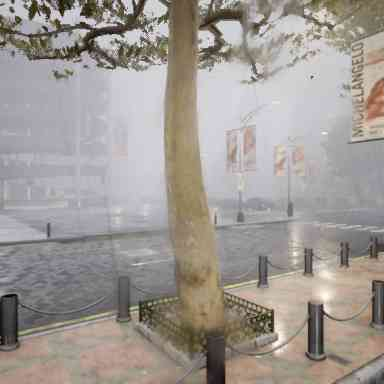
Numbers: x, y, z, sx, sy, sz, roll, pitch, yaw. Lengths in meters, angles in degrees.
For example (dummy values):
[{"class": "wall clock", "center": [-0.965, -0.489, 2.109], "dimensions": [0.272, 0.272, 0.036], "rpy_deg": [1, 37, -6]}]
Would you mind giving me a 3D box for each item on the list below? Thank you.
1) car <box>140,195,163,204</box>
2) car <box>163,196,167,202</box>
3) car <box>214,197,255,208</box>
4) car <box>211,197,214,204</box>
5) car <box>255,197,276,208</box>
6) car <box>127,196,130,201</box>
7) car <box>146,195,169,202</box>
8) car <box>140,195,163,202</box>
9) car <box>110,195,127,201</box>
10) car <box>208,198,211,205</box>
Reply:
[{"class": "car", "center": [-7.882, 1.502, 64.346], "dimensions": [4.892, 1.490, 1.837], "rpy_deg": [0, 0, 39]}, {"class": "car", "center": [-2.869, 1.475, 64.581], "dimensions": [5.008, 1.535, 1.882], "rpy_deg": [0, 0, 44]}, {"class": "car", "center": [5.980, 1.545, 47.423], "dimensions": [2.033, 1.411, 5.357], "rpy_deg": [0, 0, -35]}, {"class": "car", "center": [4.178, 1.545, 55.966], "dimensions": [2.033, 1.411, 5.357], "rpy_deg": [0, 0, -36]}, {"class": "car", "center": [9.825, 1.502, 48.023], "dimensions": [1.837, 1.490, 4.892], "rpy_deg": [0, 0, -36]}, {"class": "car", "center": [-17.525, 1.438, 81.099], "dimensions": [4.892, 1.490, 1.837], "rpy_deg": [0, 0, 12]}, {"class": "car", "center": [-7.932, 1.522, 77.283], "dimensions": [4.902, 1.511, 2.128], "rpy_deg": [0, 0, 26]}, {"class": "car", "center": [-8.956, 1.475, 73.872], "dimensions": [5.008, 1.535, 1.882], "rpy_deg": [0, 0, 30]}, {"class": "car", "center": [-18.488, 1.425, 77.735], "dimensions": [5.008, 1.535, 1.882], "rpy_deg": [0, 0, 12]}, {"class": "car", "center": [0.380, 1.475, 55.184], "dimensions": [1.882, 1.535, 5.008], "rpy_deg": [0, 0, -37]}]
